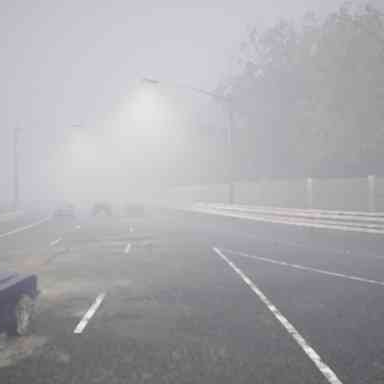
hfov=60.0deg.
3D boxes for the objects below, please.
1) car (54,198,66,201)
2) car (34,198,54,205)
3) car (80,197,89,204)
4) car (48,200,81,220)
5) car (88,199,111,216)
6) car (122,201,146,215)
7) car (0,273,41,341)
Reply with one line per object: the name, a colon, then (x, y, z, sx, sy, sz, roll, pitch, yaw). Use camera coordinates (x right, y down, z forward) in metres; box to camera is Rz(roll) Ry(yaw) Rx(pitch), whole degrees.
car: (-26.691, 1.890, 67.136, 1.895, 1.301, 4.718, 0, 0, -40)
car: (-29.446, 1.829, 64.978, 2.128, 1.511, 4.902, 0, 0, -40)
car: (-22.031, 1.795, 68.825, 1.812, 1.442, 4.674, 0, 0, -25)
car: (-11.778, 1.766, 31.042, 2.033, 1.411, 5.357, 0, 0, -17)
car: (-9.948, 1.734, 36.329, 1.837, 1.490, 4.892, 0, 0, -20)
car: (-6.467, 1.734, 36.987, 1.812, 1.442, 4.674, 0, 0, -20)
car: (-3.515, 1.642, 3.764, 1.895, 1.301, 4.718, 0, 0, -3)
